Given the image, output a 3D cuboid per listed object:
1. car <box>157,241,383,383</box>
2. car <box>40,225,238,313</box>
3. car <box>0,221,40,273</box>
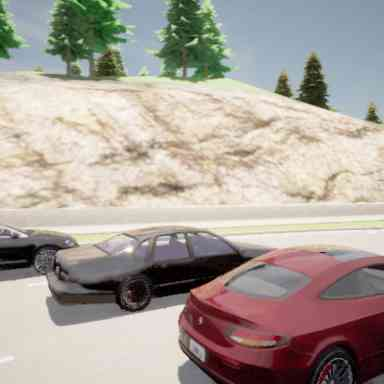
[{"bbox_3d":[2.065,1.478,4.621,4.674,1.442,1.812,0,0,-29],"label":"car"},{"bbox_3d":[-0.290,1.467,7.405,5.357,1.411,2.033,0,1,-30],"label":"car"},{"bbox_3d":[-5.427,1.391,8.454,4.902,1.511,2.128,0,1,-35],"label":"car"}]
